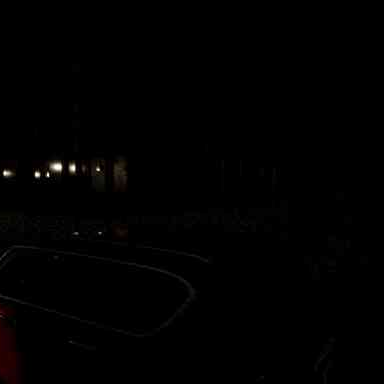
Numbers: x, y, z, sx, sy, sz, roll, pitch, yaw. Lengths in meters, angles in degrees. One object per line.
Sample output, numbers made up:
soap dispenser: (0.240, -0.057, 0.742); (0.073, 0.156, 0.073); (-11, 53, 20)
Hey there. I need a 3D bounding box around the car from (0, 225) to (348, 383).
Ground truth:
car: (-1.004, 1.315, 3.682); (5.009, 1.841, 2.192); (0, 0, 35)
